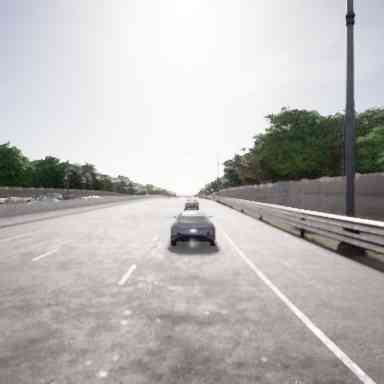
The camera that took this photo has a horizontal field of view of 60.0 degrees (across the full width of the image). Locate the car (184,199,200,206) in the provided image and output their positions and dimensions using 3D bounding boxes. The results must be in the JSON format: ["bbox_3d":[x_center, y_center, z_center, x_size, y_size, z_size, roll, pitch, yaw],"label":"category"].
[{"bbox_3d":[-0.007,1.546,42.268,2.033,1.411,5.357,0,0,0],"label":"car"}]

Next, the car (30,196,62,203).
[{"bbox_3d":[-17.564,1.533,40.871,1.812,1.442,4.674,0,0,0],"label":"car"}]

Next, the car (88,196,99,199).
[{"bbox_3d":[-17.509,1.518,58.990,2.128,1.511,4.902,0,0,0],"label":"car"}]

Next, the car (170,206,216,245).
[{"bbox_3d":[0.036,1.569,15.671,1.994,1.385,4.181,0,0,-1],"label":"car"}]

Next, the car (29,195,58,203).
[{"bbox_3d":[-21.022,1.554,46.567,2.033,1.411,5.357,0,0,0],"label":"car"}]

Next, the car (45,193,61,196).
[{"bbox_3d":[-24.513,1.201,57.770,2.150,2.045,5.566,0,0,0],"label":"car"}]

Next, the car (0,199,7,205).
[{"bbox_3d":[-24.557,1.503,40.437,2.128,1.511,4.902,0,0,0],"label":"car"}]
